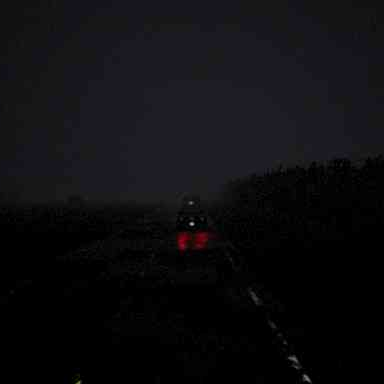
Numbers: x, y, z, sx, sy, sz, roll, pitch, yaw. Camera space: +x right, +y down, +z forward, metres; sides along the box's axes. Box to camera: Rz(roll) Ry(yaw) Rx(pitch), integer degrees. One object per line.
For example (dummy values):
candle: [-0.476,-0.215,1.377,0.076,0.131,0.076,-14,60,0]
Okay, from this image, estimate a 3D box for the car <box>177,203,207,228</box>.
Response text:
car: [-0.014,1.702,22.854,1.895,1.301,4.718,0,0,0]

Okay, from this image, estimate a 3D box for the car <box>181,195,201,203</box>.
car: [-0.101,1.375,39.491,2.150,2.045,5.566,0,0,0]
